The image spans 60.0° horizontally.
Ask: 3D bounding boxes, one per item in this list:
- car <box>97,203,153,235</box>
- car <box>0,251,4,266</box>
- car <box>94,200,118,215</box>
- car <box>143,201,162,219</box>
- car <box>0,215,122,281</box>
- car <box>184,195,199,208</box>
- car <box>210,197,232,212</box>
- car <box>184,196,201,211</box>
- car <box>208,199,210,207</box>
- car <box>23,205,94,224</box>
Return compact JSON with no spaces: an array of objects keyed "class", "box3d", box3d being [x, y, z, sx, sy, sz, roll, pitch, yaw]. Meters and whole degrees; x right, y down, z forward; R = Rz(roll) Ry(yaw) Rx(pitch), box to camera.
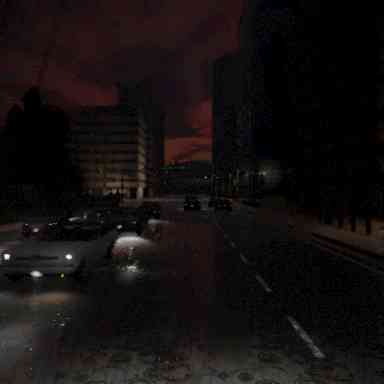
[{"class":"car","box3d":[-3.628,1.555,18.727,1.994,1.385,4.181,0,0,0]},{"class":"car","box3d":[-7.107,1.221,7.775,2.150,2.045,5.566,0,0,0]},{"class":"car","box3d":[-7.136,1.493,27.716,1.837,1.490,4.892,0,0,0]},{"class":"car","box3d":[-3.634,1.532,29.052,2.033,1.411,5.357,0,0,0]},{"class":"car","box3d":[-3.611,1.597,9.925,1.895,1.301,4.718,0,0,0]},{"class":"car","box3d":[-0.087,1.322,48.698,2.097,1.767,4.553,0,0,0]},{"class":"car","box3d":[3.530,1.522,38.245,2.033,1.411,5.357,0,0,0]},{"class":"car","box3d":[0.024,1.541,39.257,1.994,1.385,4.181,0,0,0]},{"class":"car","box3d":[3.414,1.446,49.268,1.882,1.535,5.008,0,0,0]},{"class":"car","box3d":[-7.126,1.486,17.657,2.128,1.511,4.902,0,0,0]}]
